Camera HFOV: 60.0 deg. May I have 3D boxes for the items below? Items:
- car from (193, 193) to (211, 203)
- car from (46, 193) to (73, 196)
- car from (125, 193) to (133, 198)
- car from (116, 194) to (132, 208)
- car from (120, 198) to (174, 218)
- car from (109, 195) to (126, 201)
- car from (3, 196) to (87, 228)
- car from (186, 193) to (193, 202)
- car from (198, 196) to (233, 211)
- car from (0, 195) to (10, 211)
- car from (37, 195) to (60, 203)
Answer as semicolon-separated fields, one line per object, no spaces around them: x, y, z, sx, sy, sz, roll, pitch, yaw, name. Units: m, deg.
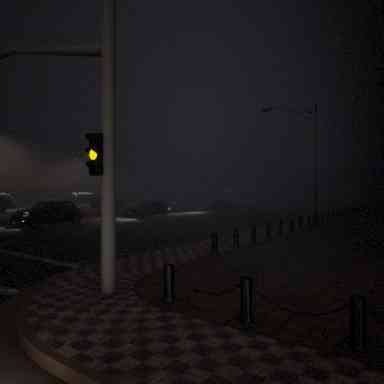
2.733;1.209;64.142;1.932;1.855;4.605;0;0;36;car
-25.761;1.209;63.359;1.932;1.855;4.605;0;0;36;car
-15.403;1.211;77.490;1.905;1.878;3.866;0;0;36;car
-12.091;1.451;53.426;1.970;1.475;3.806;0;0;36;car
-4.070;1.560;31.145;1.837;1.490;4.892;0;0;36;car
-17.729;1.451;79.213;1.970;1.475;3.806;0;0;36;car
-10.009;1.407;23.001;2.097;1.767;4.553;0;0;36;car
0.432;1.212;65.900;1.905;1.878;3.866;0;0;36;car
3.327;1.548;41.261;2.128;1.511;4.902;0;0;36;car
-25.682;1.451;44.672;1.970;1.475;3.806;0;0;36;car
-28.057;1.419;65.126;1.784;1.438;3.905;0;0;36;car
